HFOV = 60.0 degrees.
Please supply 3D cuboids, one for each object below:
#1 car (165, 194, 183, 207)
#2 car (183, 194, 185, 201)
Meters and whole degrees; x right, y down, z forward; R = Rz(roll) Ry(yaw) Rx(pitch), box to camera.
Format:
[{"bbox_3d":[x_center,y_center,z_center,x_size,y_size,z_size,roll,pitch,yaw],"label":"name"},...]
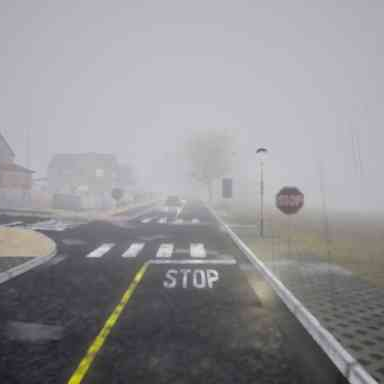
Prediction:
[{"bbox_3d":[-2.584,1.204,45.235,1.882,1.535,5.008,0,2,0],"label":"car"},{"bbox_3d":[-2.449,1.054,70.146,1.812,1.442,4.674,0,0,0],"label":"car"}]
